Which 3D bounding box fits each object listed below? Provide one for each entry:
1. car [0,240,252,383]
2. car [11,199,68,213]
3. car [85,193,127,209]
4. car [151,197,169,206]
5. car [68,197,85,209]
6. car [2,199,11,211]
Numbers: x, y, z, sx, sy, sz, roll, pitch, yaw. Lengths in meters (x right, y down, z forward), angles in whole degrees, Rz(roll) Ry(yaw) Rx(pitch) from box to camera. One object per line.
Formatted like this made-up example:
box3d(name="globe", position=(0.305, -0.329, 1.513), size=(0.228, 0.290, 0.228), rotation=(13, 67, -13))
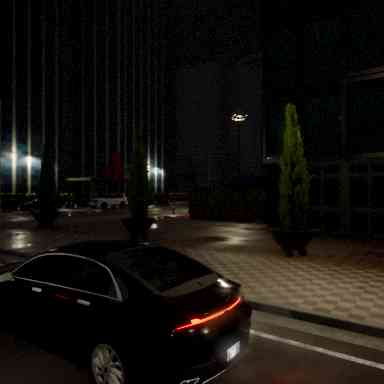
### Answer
box3d(name="car", position=(-1.513, 1.505, 5.085), size=(4.892, 1.490, 1.837), rotation=(0, 0, 36))
box3d(name="car", position=(-17.077, 1.491, 37.484), size=(2.128, 1.511, 4.902), rotation=(0, 0, 35))
box3d(name="car", position=(-11.355, 1.221, 45.619), size=(2.150, 2.045, 5.566), rotation=(0, 0, 35))
box3d(name="car", position=(-5.549, 1.564, 53.853), size=(1.994, 1.385, 4.181), rotation=(0, 0, 35))
box3d(name="car", position=(-15.373, 1.505, 45.990), size=(1.837, 1.490, 4.892), rotation=(0, 0, 35))
box3d(name="car", position=(-21.024, 1.547, 37.948), size=(2.033, 1.411, 5.357), rotation=(0, 0, 35))
